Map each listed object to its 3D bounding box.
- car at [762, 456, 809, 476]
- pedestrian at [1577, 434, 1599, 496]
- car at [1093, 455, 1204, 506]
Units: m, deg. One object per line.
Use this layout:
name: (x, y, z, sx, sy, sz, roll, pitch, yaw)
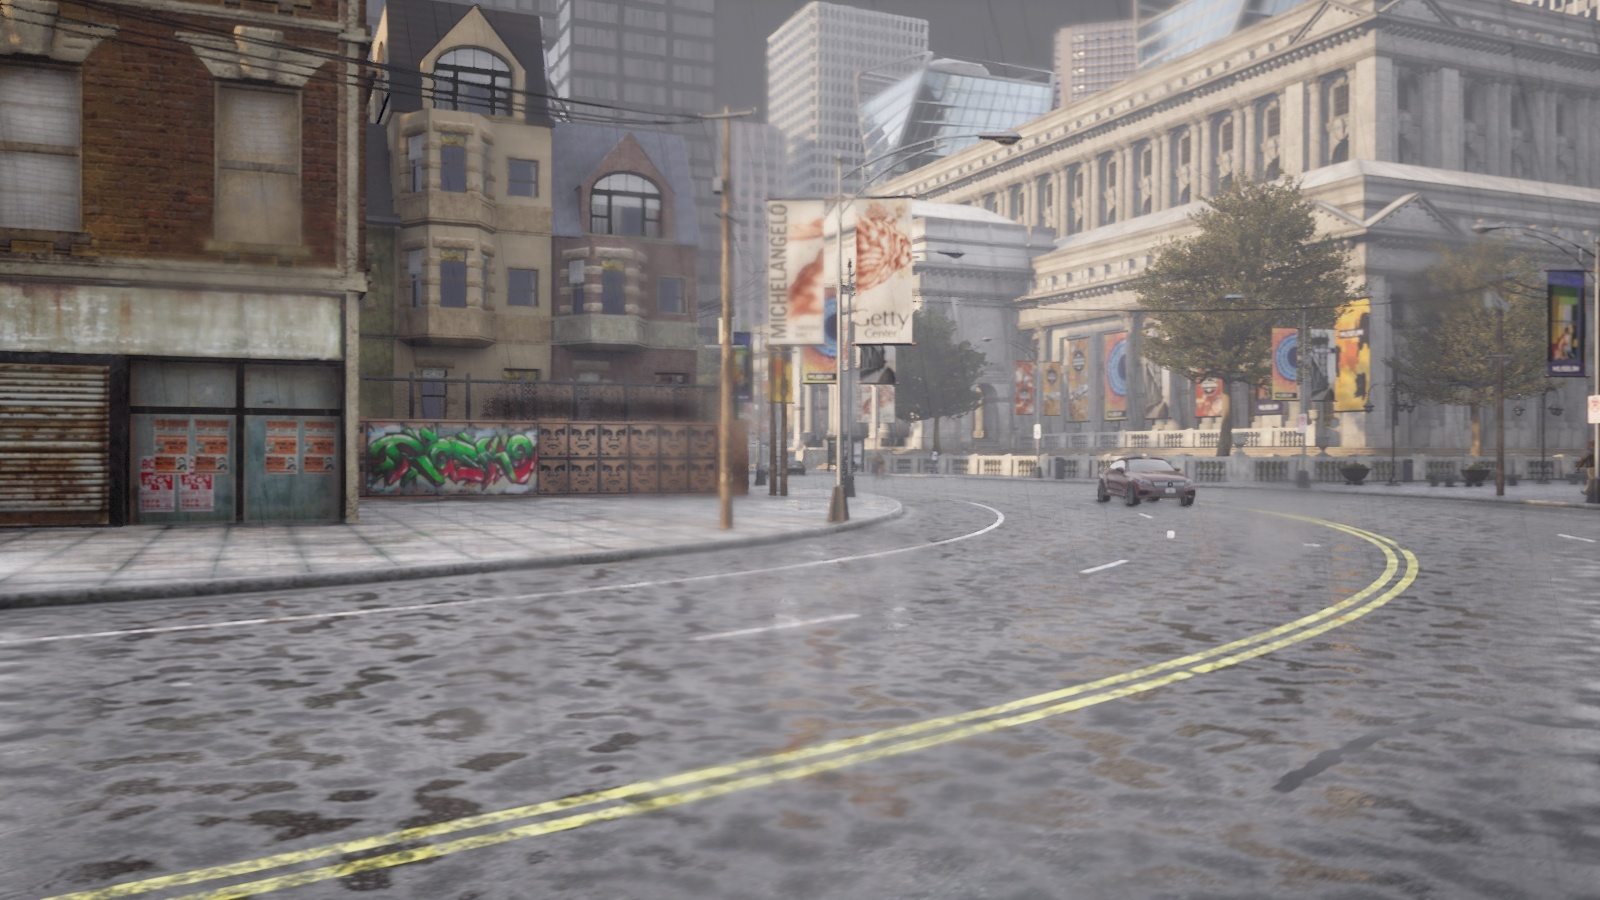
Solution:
car: (-1.071, 1.123, 91.224, 1.994, 1.385, 4.181, 0, 0, -23)
pedestrian: (24.432, 0.465, 38.556, 0.563, 1.883, 0.849, 0, 0, -6)
car: (10.475, 0.872, 38.145, 1.812, 1.442, 4.674, 0, 0, -4)
